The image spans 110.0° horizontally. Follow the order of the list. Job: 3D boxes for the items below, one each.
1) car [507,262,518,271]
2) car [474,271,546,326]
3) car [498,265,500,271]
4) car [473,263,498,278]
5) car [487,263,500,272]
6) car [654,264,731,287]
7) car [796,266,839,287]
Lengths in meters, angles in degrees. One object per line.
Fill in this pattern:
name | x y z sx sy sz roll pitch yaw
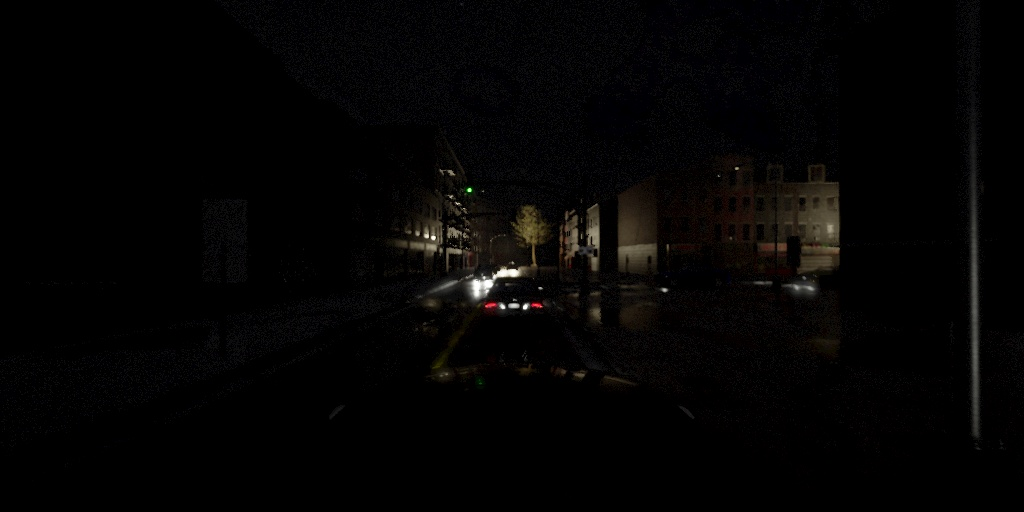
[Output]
car | 0.069 1.924 64.610 1.994 1.385 4.181 0 -1 0
car | 0.071 1.391 12.014 2.033 1.411 5.357 0 -1 0
car | -2.866 1.742 46.951 1.994 1.385 4.181 0 -1 0
car | -2.857 1.572 37.119 2.128 1.511 4.902 0 -1 0
car | -2.867 1.844 56.948 1.994 1.385 4.181 0 -1 -1
car | 12.567 1.362 25.201 5.008 1.535 1.882 0 0 0
car | 22.587 1.394 25.233 4.181 1.385 1.994 0 0 0
